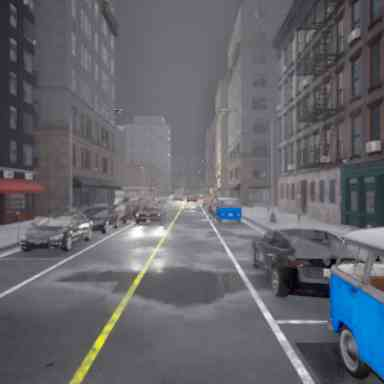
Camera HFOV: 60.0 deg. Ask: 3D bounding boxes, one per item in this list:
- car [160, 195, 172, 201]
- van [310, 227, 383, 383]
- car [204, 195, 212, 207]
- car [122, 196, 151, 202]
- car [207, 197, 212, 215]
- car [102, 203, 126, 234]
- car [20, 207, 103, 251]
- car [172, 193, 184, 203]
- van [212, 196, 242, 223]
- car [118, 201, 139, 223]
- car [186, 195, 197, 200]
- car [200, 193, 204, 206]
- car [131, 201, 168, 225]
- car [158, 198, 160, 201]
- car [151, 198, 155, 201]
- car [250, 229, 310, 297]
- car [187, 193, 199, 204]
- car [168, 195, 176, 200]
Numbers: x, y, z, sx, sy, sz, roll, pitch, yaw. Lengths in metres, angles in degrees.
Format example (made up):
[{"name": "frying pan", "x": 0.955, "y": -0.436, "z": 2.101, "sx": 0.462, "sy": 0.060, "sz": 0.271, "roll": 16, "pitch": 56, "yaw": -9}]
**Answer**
[{"name": "car", "x": -5.396, "y": 1.488, "z": 62.455, "sx": 2.008, "sy": 1.369, "sz": 4.403, "roll": 0, "pitch": 0, "yaw": 0}, {"name": "van", "x": 2.638, "y": 1.338, "z": 2.953, "sx": 1.690, "sy": 1.788, "sz": 3.998, "roll": 0, "pitch": 0, "yaw": 0}, {"name": "car", "x": 2.633, "y": 1.403, "z": 35.409, "sx": 1.967, "sy": 1.590, "sz": 4.097, "roll": 0, "pitch": 0, "yaw": 0}, {"name": "car", "x": -5.391, "y": 1.283, "z": 29.999, "sx": 2.192, "sy": 1.841, "sz": 5.009, "roll": 0, "pitch": 0, "yaw": 0}, {"name": "car", "x": 2.634, "y": 1.494, "z": 30.170, "sx": 1.752, "sy": 1.417, "sz": 4.829, "roll": 0, "pitch": 0, "yaw": 0}, {"name": "car", "x": -5.389, "y": 1.546, "z": 19.180, "sx": 1.947, "sy": 1.339, "sz": 4.313, "roll": 0, "pitch": 0, "yaw": 0}, {"name": "car", "x": -5.389, "y": 1.537, "z": 13.771, "sx": 2.008, "sy": 1.369, "sz": 4.403, "roll": 0, "pitch": 0, "yaw": 0}, {"name": "car", "x": -2.759, "y": 1.095, "z": 65.954, "sx": 2.097, "sy": 1.767, "sz": 4.553, "roll": 0, "pitch": 0, "yaw": 0}, {"name": "van", "x": 2.635, "y": 1.315, "z": 24.590, "sx": 1.690, "sy": 1.788, "sz": 3.998, "roll": 0, "pitch": 0, "yaw": 0}, {"name": "car", "x": -5.390, "y": 1.556, "z": 24.590, "sx": 1.802, "sy": 1.307, "sz": 4.206, "roll": 0, "pitch": 0, "yaw": 0}, {"name": "car", "x": -0.145, "y": 1.330, "z": 82.011, "sx": 1.895, "sy": 1.301, "sz": 4.718, "roll": 0, "pitch": 0, "yaw": -9}, {"name": "car", "x": 2.743, "y": 1.300, "z": 50.302, "sx": 2.097, "sy": 1.767, "sz": 4.553, "roll": 0, "pitch": 0, "yaw": 0}, {"name": "car", "x": -2.854, "y": 1.576, "z": 23.907, "sx": 1.895, "sy": 1.301, "sz": 4.718, "roll": 0, "pitch": 0, "yaw": 0}, {"name": "car", "x": -5.392, "y": 1.398, "z": 40.818, "sx": 1.967, "sy": 1.590, "sz": 4.097, "roll": 0, "pitch": 0, "yaw": 0}, {"name": "car", "x": -5.392, "y": 1.403, "z": 35.408, "sx": 1.967, "sy": 1.590, "sz": 4.097, "roll": 0, "pitch": 0, "yaw": 0}, {"name": "car", "x": 2.637, "y": 1.558, "z": 8.362, "sx": 1.947, "sy": 1.339, "sz": 4.313, "roll": 0, "pitch": 0, "yaw": 0}, {"name": "car", "x": -0.006, "y": 1.377, "z": 64.115, "sx": 1.812, "sy": 1.442, "sz": 4.674, "roll": 0, "pitch": 0, "yaw": 0}, {"name": "car", "x": -5.399, "y": 1.439, "z": 89.131, "sx": 1.752, "sy": 1.417, "sz": 4.829, "roll": 0, "pitch": 0, "yaw": 0}]
